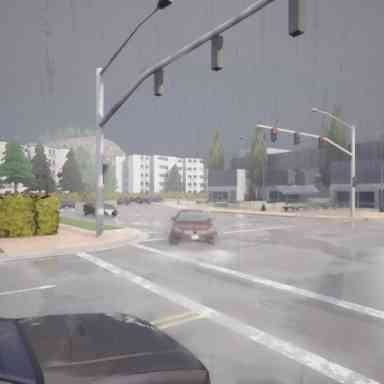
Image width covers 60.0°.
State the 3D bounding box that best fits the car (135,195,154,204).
[{"bbox_3d":[-8.650,1.500,61.156,1.837,1.490,4.892,0,0,-1],"label":"car"}]

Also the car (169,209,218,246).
[{"bbox_3d":[0.042,1.524,15.388,1.812,1.442,4.674,1,0,-2],"label":"car"}]

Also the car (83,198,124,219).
[{"bbox_3d":[-8.248,1.491,29.610,2.128,1.511,4.902,0,0,-36],"label":"car"}]

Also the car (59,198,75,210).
[{"bbox_3d":[-16.580,1.545,44.322,2.033,1.411,5.357,0,0,-19],"label":"car"}]

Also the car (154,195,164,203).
[{"bbox_3d":[-7.556,1.349,70.921,2.097,1.767,4.553,0,0,17],"label":"car"}]

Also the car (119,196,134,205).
[{"bbox_3d":[-12.079,1.488,58.840,2.128,1.511,4.902,0,0,-4],"label":"car"}]

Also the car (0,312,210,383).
[{"bbox_3d":[-2.380,1.548,2.067,5.357,1.411,2.033,0,0,-35],"label":"car"}]
